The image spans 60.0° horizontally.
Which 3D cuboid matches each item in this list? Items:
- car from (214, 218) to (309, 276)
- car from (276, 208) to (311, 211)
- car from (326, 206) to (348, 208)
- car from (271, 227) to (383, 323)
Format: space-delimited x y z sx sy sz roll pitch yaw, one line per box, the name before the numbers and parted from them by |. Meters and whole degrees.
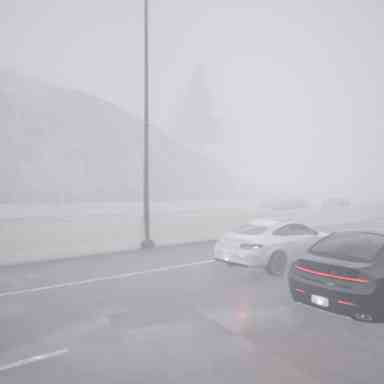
car | 2.753 1.540 10.344 4.674 1.442 1.812 0 0 -38
car | 10.769 1.525 36.260 5.008 1.535 1.882 0 0 -45
car | 15.535 1.393 36.070 2.097 1.767 4.553 0 0 45
car | 3.992 1.512 6.877 4.892 1.490 1.837 0 0 -38
